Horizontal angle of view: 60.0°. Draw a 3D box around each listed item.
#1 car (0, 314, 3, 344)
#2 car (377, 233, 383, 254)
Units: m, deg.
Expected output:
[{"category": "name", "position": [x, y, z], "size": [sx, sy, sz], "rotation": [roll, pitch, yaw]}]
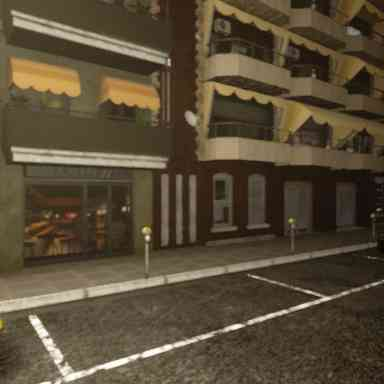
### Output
[{"category": "car", "position": [-4.648, 1.508, 3.254], "size": [4.829, 1.417, 1.752], "rotation": [1, -1, -35]}, {"category": "car", "position": [8.981, 1.695, 12.972], "size": [4.313, 1.339, 1.947], "rotation": [1, -1, -35]}]
